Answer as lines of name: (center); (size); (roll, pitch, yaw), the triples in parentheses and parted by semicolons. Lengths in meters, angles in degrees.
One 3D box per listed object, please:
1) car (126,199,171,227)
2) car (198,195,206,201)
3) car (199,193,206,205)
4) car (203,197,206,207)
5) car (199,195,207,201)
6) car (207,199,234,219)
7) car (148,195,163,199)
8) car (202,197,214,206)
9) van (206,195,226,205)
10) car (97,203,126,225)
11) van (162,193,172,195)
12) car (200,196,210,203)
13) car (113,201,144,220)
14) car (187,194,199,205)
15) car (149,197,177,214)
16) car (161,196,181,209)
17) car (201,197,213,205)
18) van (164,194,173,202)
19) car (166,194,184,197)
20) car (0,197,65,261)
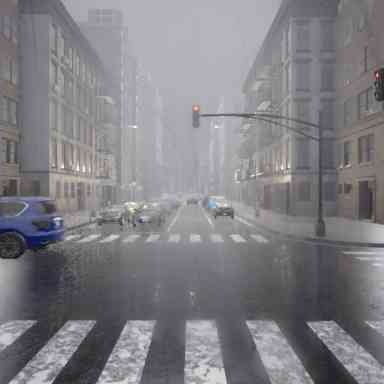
car: (-2.851, 1.489, 22.855); (2.128, 1.511, 4.902); (0, 0, 0)
car: (2.648, 1.560, 88.363); (1.947, 1.339, 4.313); (0, 0, 0)
car: (2.641, 1.311, 50.519); (2.192, 1.841, 5.009); (0, 0, 0)
car: (2.639, 1.578, 39.707); (1.802, 1.307, 4.206); (0, 0, 0)
car: (2.647, 1.539, 82.957); (1.887, 1.381, 4.507); (0, 0, 0)
car: (2.637, 1.548, 28.894); (2.008, 1.369, 4.403); (0, 0, 0)
car: (-5.414, 1.436, 45.111); (1.967, 1.590, 4.097); (0, 0, 0)
car: (2.642, 1.562, 55.925); (1.947, 1.339, 4.313); (0, 0, 0)
van: (2.638, 1.338, 34.300); (1.690, 1.788, 3.998); (0, 0, 0)
car: (-5.392, 1.549, 23.486); (2.008, 1.369, 4.403); (0, 0, 0)
van: (-5.435, 1.336, 66.736); (1.690, 1.788, 3.998); (0, 0, 0)
car: (2.644, 1.521, 66.907); (1.752, 1.417, 4.829); (0, 0, 0)
car: (-5.398, 1.523, 28.723); (1.752, 1.417, 4.829); (0, 0, 0)
car: (0.094, 1.501, 57.056); (1.837, 1.490, 4.892); (0, 0, 0)
car: (-2.848, 1.544, 32.738); (2.033, 1.411, 5.357); (0, 0, 0)
car: (-2.838, 1.560, 42.752); (1.994, 1.385, 4.181); (0, 0, 1)
car: (2.643, 1.546, 61.332); (2.008, 1.369, 4.403); (0, 0, 0)
van: (-5.446, 1.336, 77.548); (1.690, 1.788, 3.998); (0, 0, 0)
car: (-2.801, 1.473, 53.006); (1.882, 1.535, 5.008); (0, 0, 1)
car: (-7.437, 1.199, 11.814); (5.566, 2.045, 2.150); (0, 0, 0)
